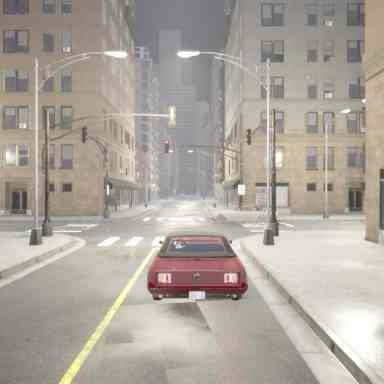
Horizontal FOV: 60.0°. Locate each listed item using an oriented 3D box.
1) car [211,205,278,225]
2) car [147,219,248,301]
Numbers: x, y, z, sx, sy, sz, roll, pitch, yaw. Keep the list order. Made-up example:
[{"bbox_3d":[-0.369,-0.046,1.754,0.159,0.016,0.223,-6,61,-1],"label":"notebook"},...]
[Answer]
[{"bbox_3d":[3.754,1.590,23.888,4.718,1.301,1.895,0,0,16],"label":"car"},{"bbox_3d":[0.090,1.601,8.304,1.895,1.301,4.718,0,0,0],"label":"car"}]
